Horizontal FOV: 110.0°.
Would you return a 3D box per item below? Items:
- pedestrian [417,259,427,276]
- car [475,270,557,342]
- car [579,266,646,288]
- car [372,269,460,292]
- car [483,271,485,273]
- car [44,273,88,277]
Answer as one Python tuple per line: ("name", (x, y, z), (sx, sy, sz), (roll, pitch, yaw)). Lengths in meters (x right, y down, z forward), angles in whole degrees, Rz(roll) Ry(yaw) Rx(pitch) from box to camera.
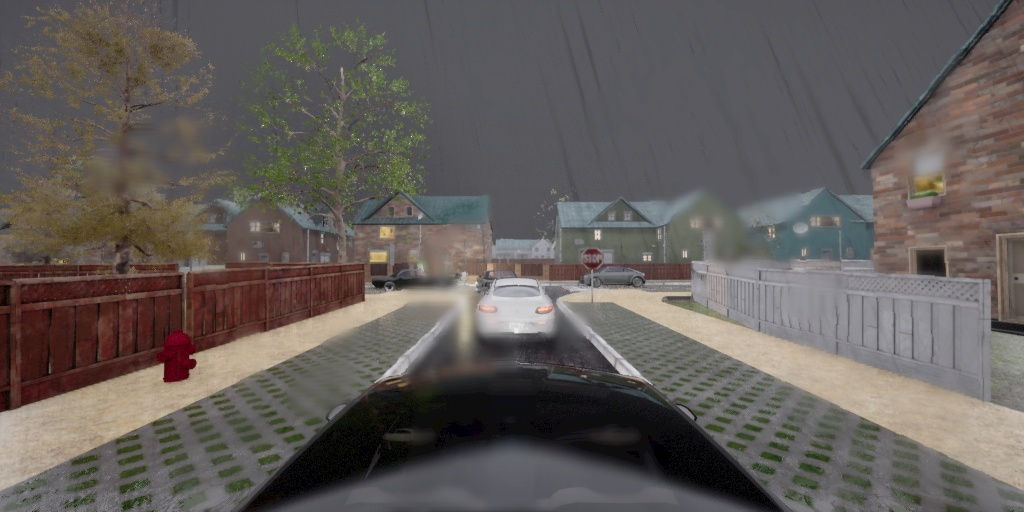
("pedestrian", (-6.683, 1.118, 26.736), (0.375, 1.860, 0.375), (0, -1, 1))
("car", (0.109, 1.279, 9.642), (1.812, 1.442, 4.674), (0, 0, 0))
("car", (6.554, 1.344, 23.631), (4.181, 1.385, 1.994), (0, -1, 1))
("car", (-5.469, 1.416, 20.849), (4.718, 1.301, 1.895), (-1, -1, 1))
("car", (-0.745, 1.366, 18.461), (1.895, 1.301, 4.718), (0, -1, -12))
("car", (-25.593, 1.632, 21.133), (4.718, 1.301, 1.895), (-1, -1, 1))
